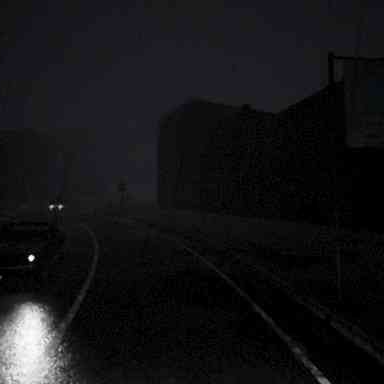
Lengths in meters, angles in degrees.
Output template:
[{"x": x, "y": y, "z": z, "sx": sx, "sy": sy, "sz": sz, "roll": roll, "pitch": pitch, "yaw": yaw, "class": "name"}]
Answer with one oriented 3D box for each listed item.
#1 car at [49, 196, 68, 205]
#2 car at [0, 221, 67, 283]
[{"x": -20.267, "y": 1.241, "z": 50.660, "sx": 2.033, "sy": 1.411, "sz": 5.357, "roll": 0, "pitch": -1, "yaw": -10, "class": "car"}, {"x": -4.858, "y": 1.564, "z": 9.503, "sx": 1.895, "sy": 1.301, "sz": 4.718, "roll": 1, "pitch": 0, "yaw": -13, "class": "car"}]
